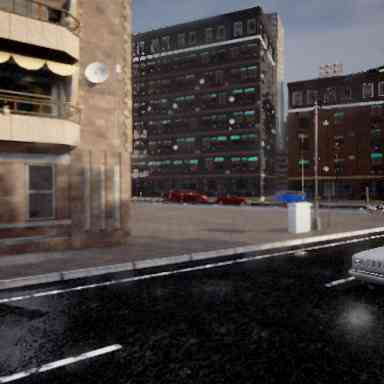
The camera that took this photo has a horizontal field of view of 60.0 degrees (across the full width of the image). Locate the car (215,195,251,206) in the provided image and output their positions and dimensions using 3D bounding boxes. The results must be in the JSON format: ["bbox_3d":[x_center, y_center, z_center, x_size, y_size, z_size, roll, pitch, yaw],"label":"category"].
[{"bbox_3d":[4.732,0.959,38.679,4.206,1.307,1.802,1,0,23],"label":"car"}]

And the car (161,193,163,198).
[{"bbox_3d":[-2.266,0.422,50.752,5.009,1.841,2.192,1,0,23],"label":"car"}]

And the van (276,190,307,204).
[{"bbox_3d":[13.287,0.706,44.155,3.998,1.788,1.690,1,0,23],"label":"van"}]

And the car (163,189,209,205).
[{"bbox_3d":[-0.449,0.606,40.879,5.009,1.841,2.192,1,0,23],"label":"car"}]

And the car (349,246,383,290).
[{"bbox_3d":[5.730,1.563,7.837,4.718,1.301,1.895,0,0,-36],"label":"car"}]
